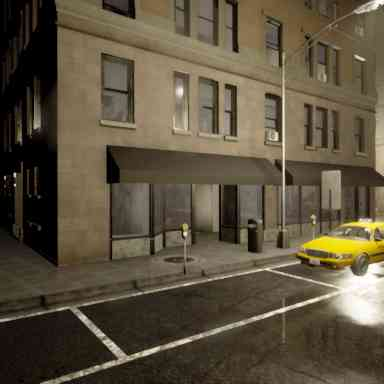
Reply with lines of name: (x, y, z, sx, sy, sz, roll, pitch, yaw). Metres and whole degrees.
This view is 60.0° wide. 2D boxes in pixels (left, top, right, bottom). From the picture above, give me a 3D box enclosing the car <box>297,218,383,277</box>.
car: (5.218, 1.525, 10.242, 4.829, 1.417, 1.752, 0, 0, -35)
